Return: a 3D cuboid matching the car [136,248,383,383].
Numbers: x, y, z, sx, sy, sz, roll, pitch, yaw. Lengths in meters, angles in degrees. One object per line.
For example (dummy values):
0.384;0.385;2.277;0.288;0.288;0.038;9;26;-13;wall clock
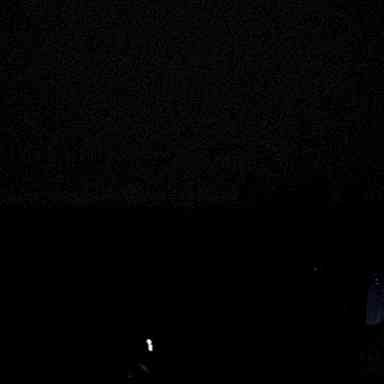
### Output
2.005;1.545;4.505;5.357;1.411;2.033;0;0;-36;car
